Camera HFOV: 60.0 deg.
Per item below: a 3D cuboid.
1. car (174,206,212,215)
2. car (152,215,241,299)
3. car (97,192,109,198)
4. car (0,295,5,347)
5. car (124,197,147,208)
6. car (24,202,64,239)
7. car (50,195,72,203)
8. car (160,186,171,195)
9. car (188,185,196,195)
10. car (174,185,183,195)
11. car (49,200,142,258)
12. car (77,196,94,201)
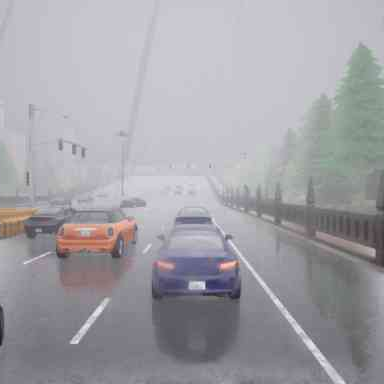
[{"bbox_3d":[0.062,1.477,17.636,1.882,1.535,5.008,0,0,0],"label":"car"},{"bbox_3d":[0.083,1.525,8.305,1.812,1.442,4.674,0,0,0],"label":"car"},{"bbox_3d":[-21.123,0.726,78.792,1.994,1.385,4.181,0,4,0],"label":"car"},{"bbox_3d":[-3.406,1.492,2.507,2.128,1.511,4.902,0,0,0],"label":"car"},{"bbox_3d":[-7.871,1.504,45.411,1.837,1.490,4.892,2,1,23],"label":"car"},{"bbox_3d":[-6.940,1.504,17.477,1.837,1.490,4.892,0,0,0],"label":"car"},{"bbox_3d":[-21.189,1.348,53.797,2.097,1.767,4.553,0,0,0],"label":"car"},{"bbox_3d":[-7.098,-0.028,86.051,1.812,1.442,4.674,0,7,0],"label":"car"},{"bbox_3d":[-0.098,-0.074,86.023,1.882,1.535,5.008,0,7,0],"label":"car"},{"bbox_3d":[-3.598,-0.052,86.036,1.837,1.490,4.892,0,7,0],"label":"car"},{"bbox_3d":[-3.428,1.351,12.836,2.097,1.767,4.553,0,0,0],"label":"car"},{"bbox_3d":[-21.144,1.431,66.165,2.033,1.411,5.357,0,2,0],"label":"car"}]
